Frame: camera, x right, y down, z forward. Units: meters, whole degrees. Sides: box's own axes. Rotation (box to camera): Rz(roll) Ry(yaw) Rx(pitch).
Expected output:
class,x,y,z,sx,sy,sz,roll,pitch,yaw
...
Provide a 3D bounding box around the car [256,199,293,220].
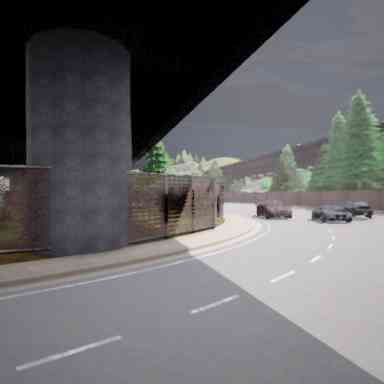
class,x,y,z,sx,sy,sz,roll,pitch,yaw
car,7.226,1.474,29.457,2.097,1.767,4.553,-1,0,-5

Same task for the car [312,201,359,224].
class,x,y,z,sx,sy,sz,roll,pitch,yaw
car,10.614,1.630,25.406,1.994,1.385,4.181,0,0,4

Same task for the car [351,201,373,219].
class,x,y,z,sx,sy,sz,roll,pitch,yaw
car,14.321,1.565,29.986,1.837,1.490,4.892,0,0,-2
